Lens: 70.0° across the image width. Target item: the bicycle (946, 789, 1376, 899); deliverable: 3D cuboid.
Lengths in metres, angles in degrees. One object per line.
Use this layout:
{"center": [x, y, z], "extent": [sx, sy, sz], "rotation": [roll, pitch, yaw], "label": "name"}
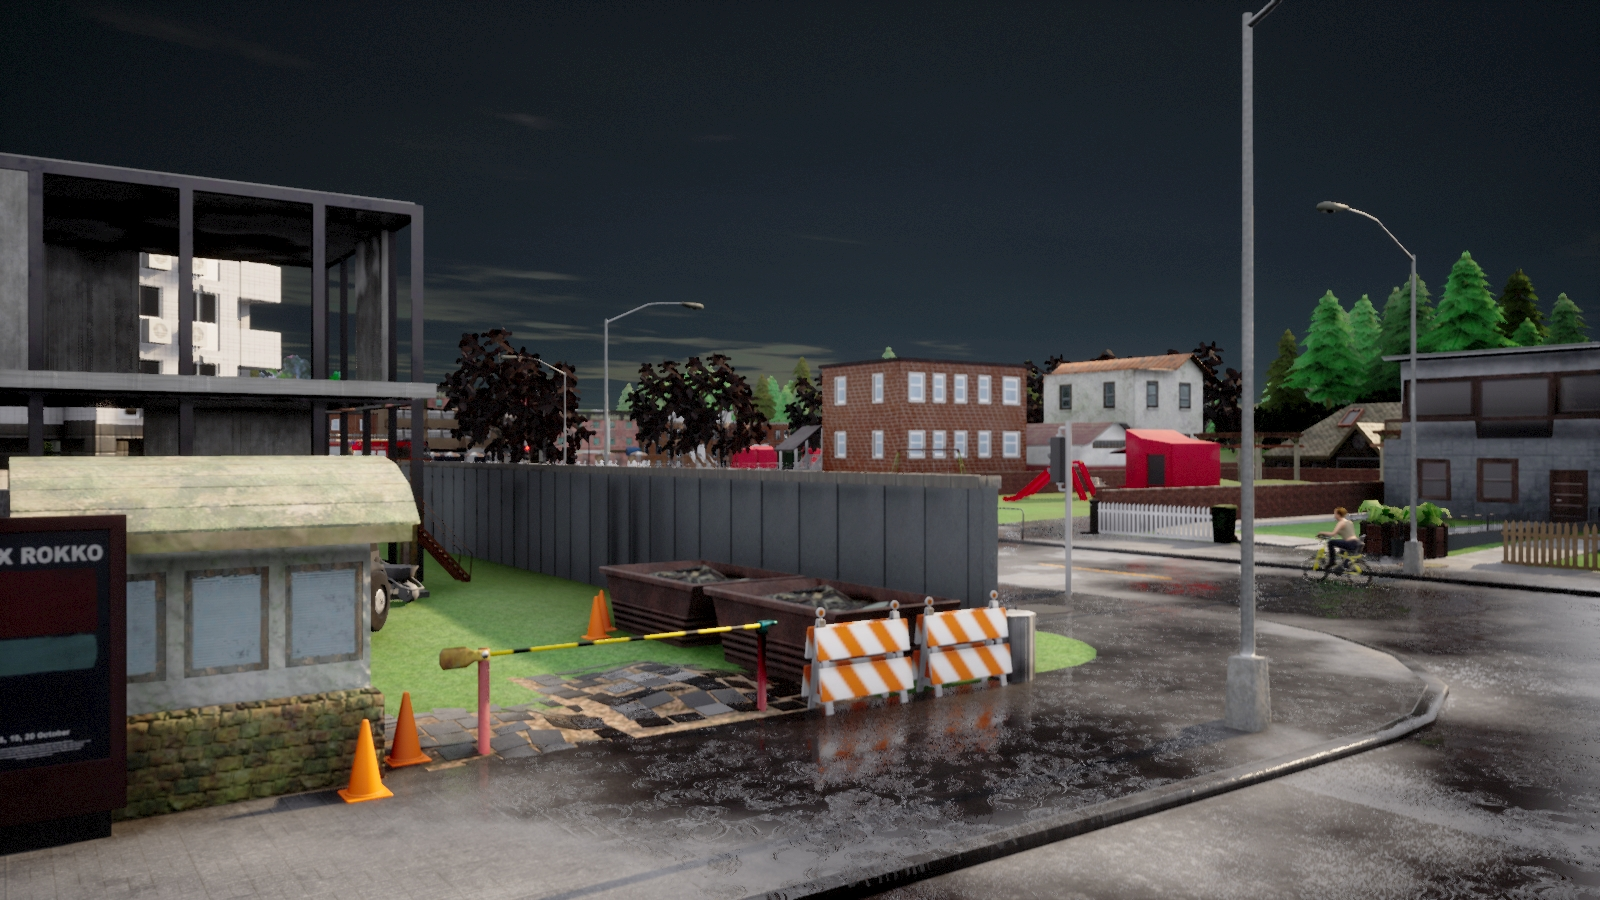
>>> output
{"center": [1.272, 2.056, 3.783], "extent": [1.835, 1.471, 0.329], "rotation": [0, 0, -36], "label": "bicycle"}
